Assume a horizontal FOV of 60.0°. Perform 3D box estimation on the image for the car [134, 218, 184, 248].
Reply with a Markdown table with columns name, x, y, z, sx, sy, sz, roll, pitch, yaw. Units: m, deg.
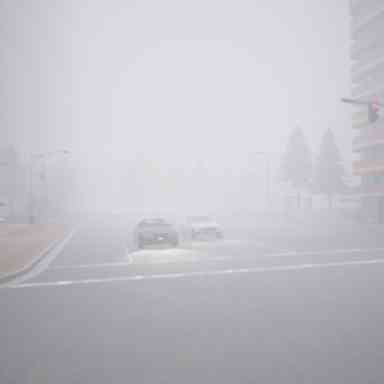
| name | x | y | z | sx | sy | sz | roll | pitch | yaw |
| --- | --- | --- | --- | --- | --- | --- | --- | --- | --- |
| car | -2.033 | 2.149 | 18.147 | 1.994 | 1.385 | 4.181 | 0 | -2 | -15 |

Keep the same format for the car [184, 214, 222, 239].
| name | x | y | z | sx | sy | sz | roll | pitch | yaw |
| --- | --- | --- | --- | --- | --- | --- | --- | --- | --- |
| car | 0.505 | 2.209 | 22.124 | 1.812 | 1.442 | 4.674 | 0 | -2 | -15 |
